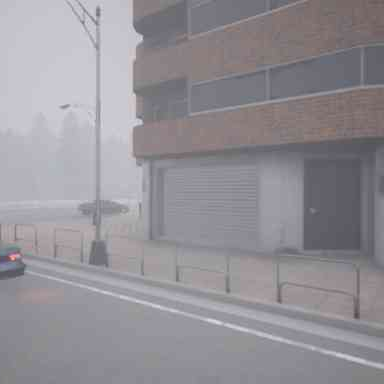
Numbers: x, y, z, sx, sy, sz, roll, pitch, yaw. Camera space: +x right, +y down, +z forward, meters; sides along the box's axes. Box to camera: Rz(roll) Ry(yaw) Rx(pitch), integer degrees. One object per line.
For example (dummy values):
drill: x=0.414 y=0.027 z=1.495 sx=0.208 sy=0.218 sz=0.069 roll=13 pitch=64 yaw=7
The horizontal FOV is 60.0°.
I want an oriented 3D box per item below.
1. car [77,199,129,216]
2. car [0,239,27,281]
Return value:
car: x=-7.801 y=1.384 z=29.712 sx=1.837 sy=1.490 sz=4.892 roll=0 pitch=0 yaw=39
car: x=-6.384 y=1.520 z=8.524 sx=5.357 sy=1.411 sz=2.033 roll=0 pitch=0 yaw=36
